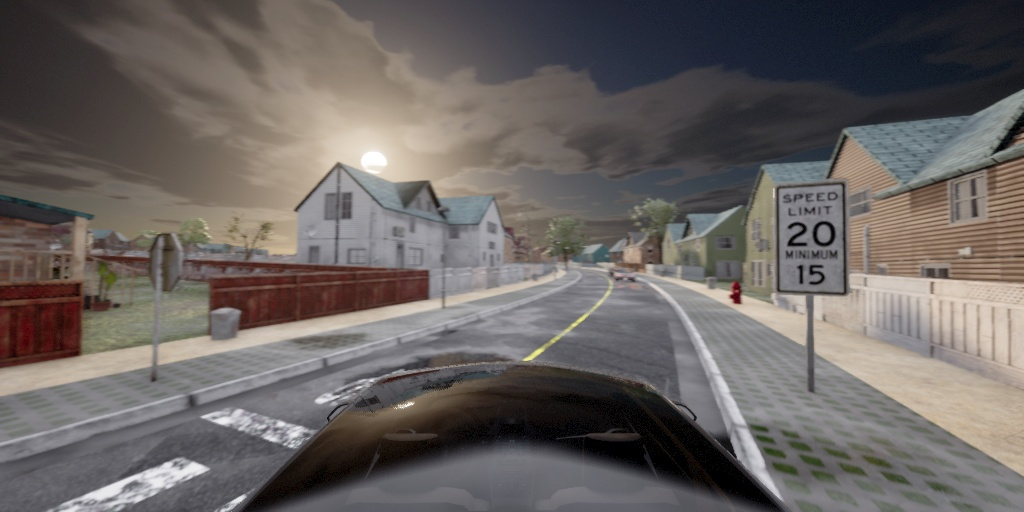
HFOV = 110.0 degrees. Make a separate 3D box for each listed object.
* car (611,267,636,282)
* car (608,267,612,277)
[{"bbox_3d":[11.451,1.934,36.597,1.895,1.301,4.718,0,-1,14],"label":"car"},{"bbox_3d":[13.639,2.072,46.721,1.895,1.301,4.718,1,-1,10],"label":"car"}]
